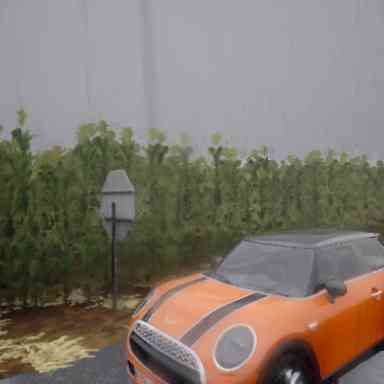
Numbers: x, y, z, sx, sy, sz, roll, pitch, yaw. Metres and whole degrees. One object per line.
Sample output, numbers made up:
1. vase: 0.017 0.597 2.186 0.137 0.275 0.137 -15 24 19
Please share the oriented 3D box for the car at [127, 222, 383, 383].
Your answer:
1. car: 1.371 1.406 4.785 4.553 1.767 2.097 0 -1 -38
